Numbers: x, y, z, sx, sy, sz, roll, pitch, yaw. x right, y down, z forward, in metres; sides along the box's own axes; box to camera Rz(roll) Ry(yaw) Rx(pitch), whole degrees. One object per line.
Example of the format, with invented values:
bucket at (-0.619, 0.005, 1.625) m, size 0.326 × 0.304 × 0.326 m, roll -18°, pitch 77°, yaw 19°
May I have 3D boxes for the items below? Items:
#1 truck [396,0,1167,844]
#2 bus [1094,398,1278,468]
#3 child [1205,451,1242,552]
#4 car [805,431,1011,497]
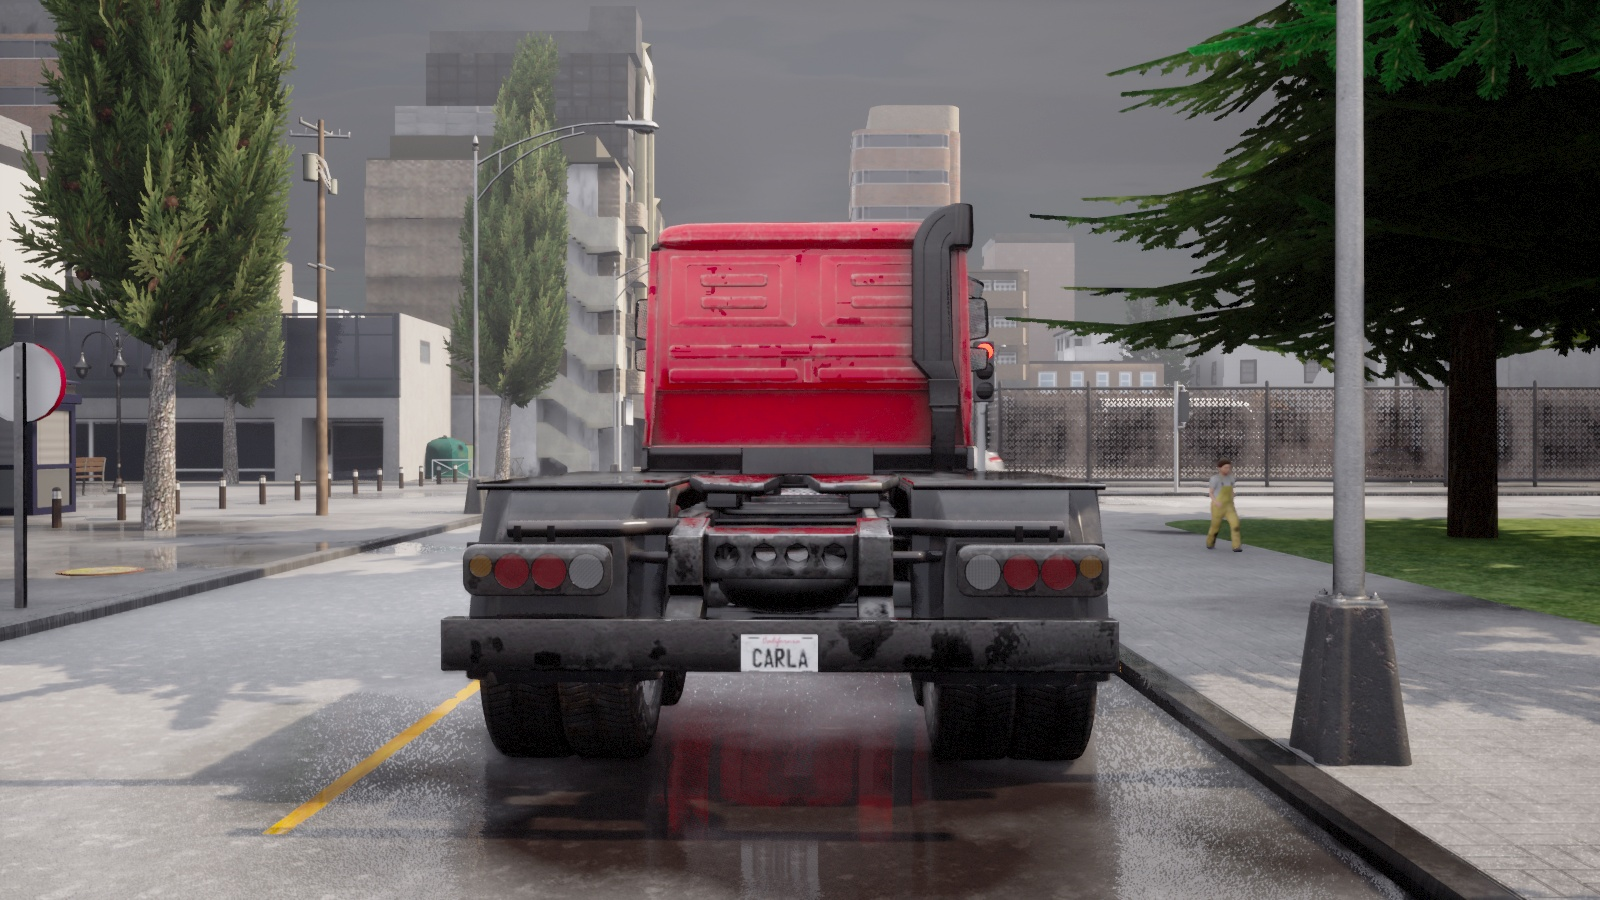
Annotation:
truck at (0.020, -0.284, 8.679) m, size 2.891 × 3.462 × 7.936 m, roll 0°, pitch 0°, yaw 1°
bus at (23.857, -1.052, 78.208) m, size 10.273 × 4.253 × 3.944 m, roll 0°, pitch 0°, yaw 2°
child at (5.420, 0.650, 16.076) m, size 0.270 × 1.263 × 0.437 m, roll 0°, pitch 0°, yaw -9°
car at (2.735, 0.343, 32.670) m, size 5.027 × 1.651 × 2.152 m, roll 0°, pitch 0°, yaw -6°
